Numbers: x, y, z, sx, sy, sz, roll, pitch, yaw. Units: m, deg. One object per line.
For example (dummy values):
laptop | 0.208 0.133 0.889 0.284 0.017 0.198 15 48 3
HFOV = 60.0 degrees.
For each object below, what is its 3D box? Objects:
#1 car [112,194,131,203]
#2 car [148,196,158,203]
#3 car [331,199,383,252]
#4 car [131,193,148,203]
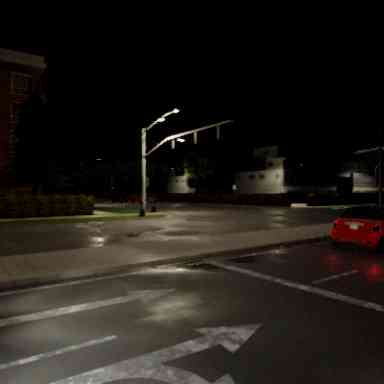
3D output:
car | -14.877 1.584 68.359 1.994 1.385 4.181 0 0 -34
car | -9.032 1.557 72.195 1.812 1.442 4.674 0 0 -34
car | 7.886 1.359 14.006 4.553 1.767 2.097 0 0 -37
car | -12.140 1.257 70.540 2.150 2.045 5.566 0 0 -34
